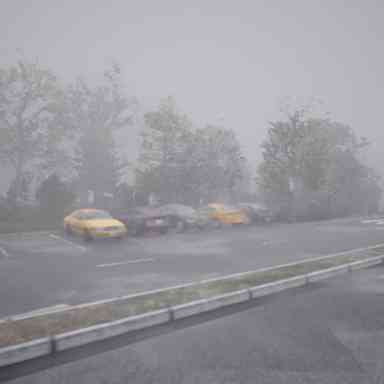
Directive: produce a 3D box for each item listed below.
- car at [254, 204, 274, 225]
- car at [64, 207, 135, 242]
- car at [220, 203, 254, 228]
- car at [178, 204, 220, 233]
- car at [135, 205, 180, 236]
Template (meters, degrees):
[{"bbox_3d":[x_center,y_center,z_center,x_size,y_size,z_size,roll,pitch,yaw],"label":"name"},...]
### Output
[{"bbox_3d":[3.636,1.546,24.007,2.231,1.521,4.892,0,0,-36],"label":"car"},{"bbox_3d":[-5.171,1.567,17.383,1.946,1.575,5.366,0,0,-36],"label":"car"},{"bbox_3d":[1.407,1.555,22.388,2.097,1.535,5.008,0,0,-36],"label":"car"},{"bbox_3d":[-0.827,1.564,20.778,2.231,1.521,4.892,0,0,-36],"label":"car"},{"bbox_3d":[-3.065,1.600,19.179,2.163,1.488,4.792,0,0,-36],"label":"car"}]
